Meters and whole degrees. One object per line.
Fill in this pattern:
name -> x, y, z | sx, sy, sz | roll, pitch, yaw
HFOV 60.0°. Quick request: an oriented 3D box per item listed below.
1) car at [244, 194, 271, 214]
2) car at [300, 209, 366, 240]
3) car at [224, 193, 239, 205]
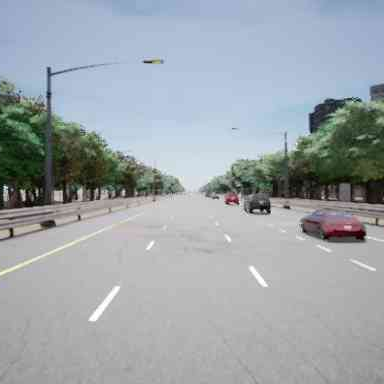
car -> 7.013, 1.223, 36.057 | 2.150, 2.045, 5.566 | 0, 0, 0
car -> 7.005, 1.566, 16.961 | 1.994, 1.385, 4.181 | 0, 0, 0
car -> 7.018, 1.255, 59.361 | 2.150, 2.045, 5.566 | 0, 0, 0
